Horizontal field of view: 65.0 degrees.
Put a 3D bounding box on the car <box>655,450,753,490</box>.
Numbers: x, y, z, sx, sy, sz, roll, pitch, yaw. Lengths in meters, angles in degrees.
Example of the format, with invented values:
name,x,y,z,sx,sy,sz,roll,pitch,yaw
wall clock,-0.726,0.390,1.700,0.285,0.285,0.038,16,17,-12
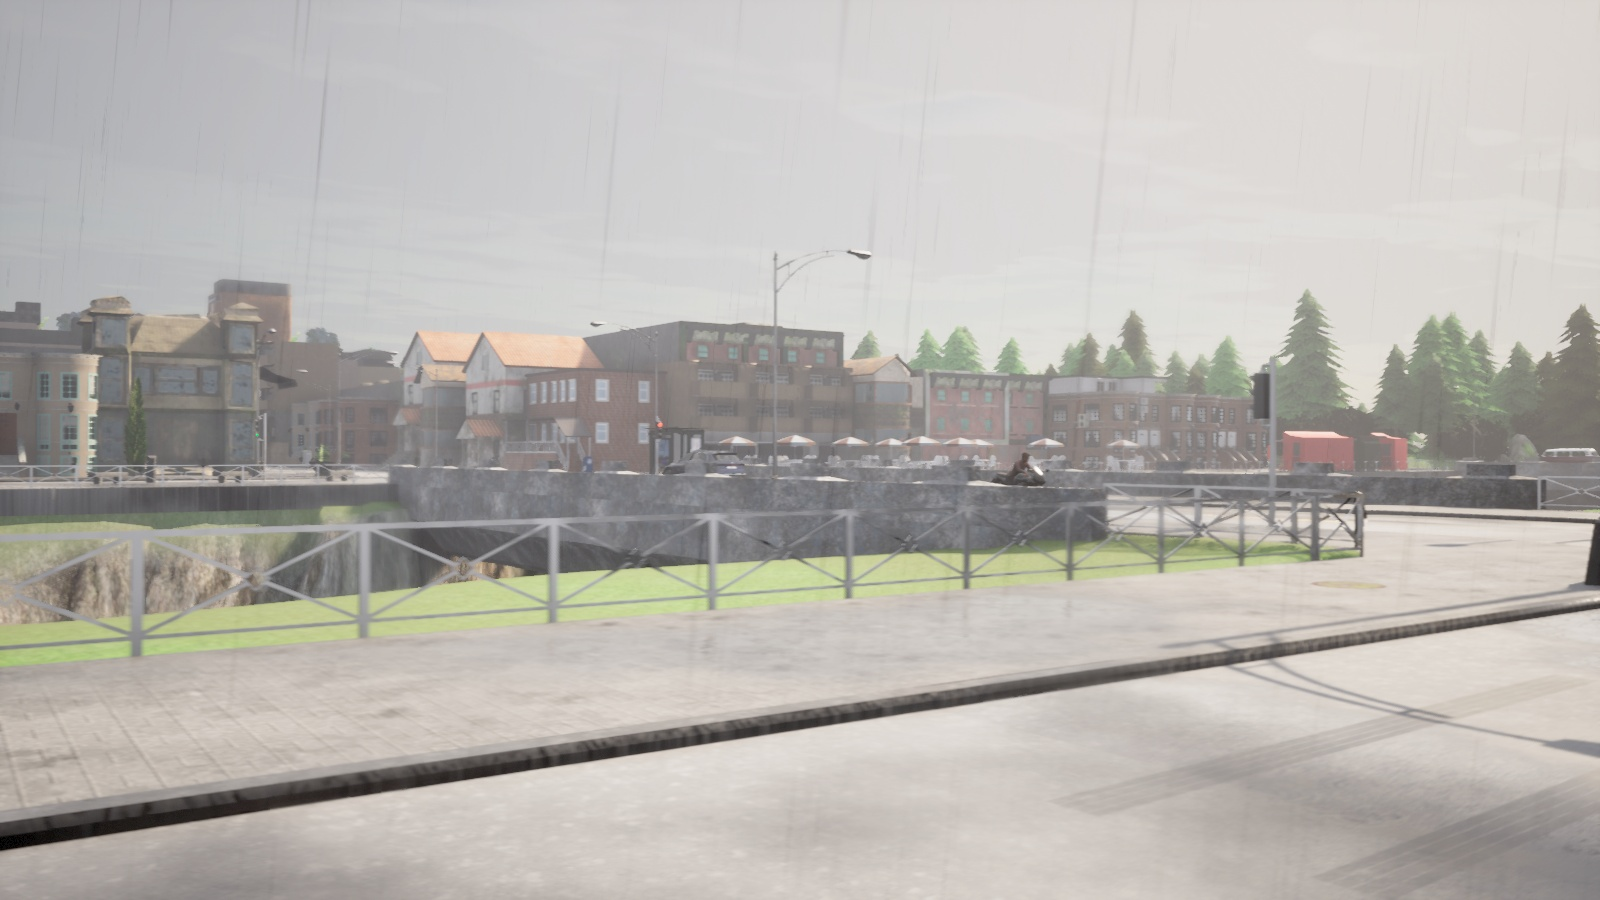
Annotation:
name,x,y,z,sx,sy,sz,roll,pitch,yaw
car,-4.169,0.816,53.833,2.033,1.649,4.856,0,0,-35

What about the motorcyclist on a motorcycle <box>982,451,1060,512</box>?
name,x,y,z,sx,sy,sz,roll,pitch,yaw
motorcyclist on a motorcycle,5.722,0.795,32.672,0.797,1.523,2.044,0,0,-34
